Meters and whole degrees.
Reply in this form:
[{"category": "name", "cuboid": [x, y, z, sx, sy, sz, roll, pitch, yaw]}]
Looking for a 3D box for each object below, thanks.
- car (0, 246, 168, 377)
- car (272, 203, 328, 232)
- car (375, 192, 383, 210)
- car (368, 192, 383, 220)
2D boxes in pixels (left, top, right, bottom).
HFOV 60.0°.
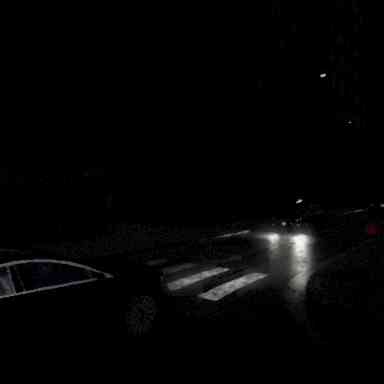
[{"category": "car", "cuboid": [-2.420, 1.513, 4.559, 2.128, 1.511, 4.902, -1, 0, 40]}, {"category": "car", "cuboid": [6.481, 1.452, 19.702, 1.837, 1.490, 4.892, -2, -1, 40]}, {"category": "car", "cuboid": [24.211, 1.036, 40.576, 2.150, 2.045, 5.566, -2, -2, 41]}, {"category": "car", "cuboid": [15.135, 1.032, 25.389, 2.150, 2.045, 5.566, -2, -1, 40]}]
